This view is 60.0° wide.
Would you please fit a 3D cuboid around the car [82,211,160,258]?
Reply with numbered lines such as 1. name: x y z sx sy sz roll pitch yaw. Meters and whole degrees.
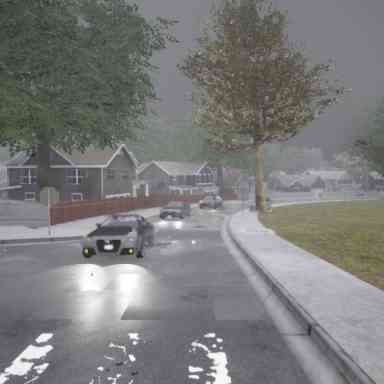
1. car: -2.574 1.552 12.513 1.994 1.385 4.181 0 0 2

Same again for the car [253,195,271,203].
1. car: 13.059 1.243 61.654 2.128 1.511 4.902 2 2 35

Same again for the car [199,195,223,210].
1. car: 2.410 1.202 41.249 2.097 1.767 4.553 1 1 20

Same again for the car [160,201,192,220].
1. car: -1.253 1.468 27.746 2.033 1.411 5.357 0 0 10
